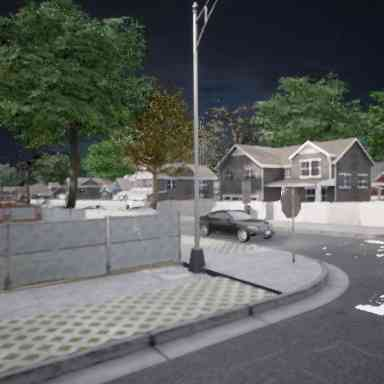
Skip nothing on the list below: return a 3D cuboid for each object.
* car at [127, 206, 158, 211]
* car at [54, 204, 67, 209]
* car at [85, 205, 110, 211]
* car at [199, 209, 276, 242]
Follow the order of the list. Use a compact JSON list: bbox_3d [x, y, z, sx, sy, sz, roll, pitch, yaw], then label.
[{"bbox_3d":[-3.673,1.801,25.148,1.812,1.442,4.674,-1,-1,-36],"label":"car"},{"bbox_3d":[-16.410,2.221,42.762,1.895,1.301,4.718,-1,0,-36],"label":"car"},{"bbox_3d":[-9.477,1.999,33.156,1.994,1.385,4.181,-1,0,-35],"label":"car"},{"bbox_3d":[2.134,1.637,17.166,1.812,1.442,4.674,-1,-1,-36],"label":"car"}]
